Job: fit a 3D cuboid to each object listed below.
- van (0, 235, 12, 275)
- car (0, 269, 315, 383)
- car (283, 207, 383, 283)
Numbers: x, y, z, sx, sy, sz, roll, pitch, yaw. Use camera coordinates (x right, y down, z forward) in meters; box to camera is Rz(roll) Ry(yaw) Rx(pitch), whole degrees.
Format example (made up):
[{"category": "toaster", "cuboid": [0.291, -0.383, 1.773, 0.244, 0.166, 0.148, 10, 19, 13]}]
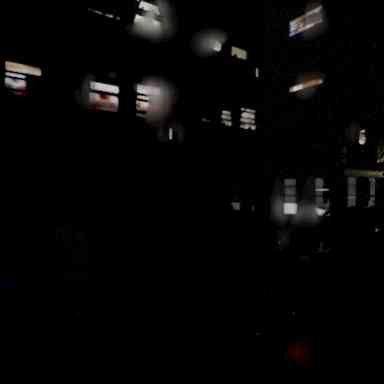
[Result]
[{"category": "van", "cuboid": [-4.116, 1.329, 3.599, 3.998, 1.788, 1.690, 1, -1, -35]}, {"category": "car", "cuboid": [-1.367, 1.549, 2.402, 5.357, 1.411, 2.033, 1, 0, -35]}, {"category": "car", "cuboid": [4.994, 1.410, 10.120, 5.009, 1.841, 2.192, 1, -1, -35]}]
